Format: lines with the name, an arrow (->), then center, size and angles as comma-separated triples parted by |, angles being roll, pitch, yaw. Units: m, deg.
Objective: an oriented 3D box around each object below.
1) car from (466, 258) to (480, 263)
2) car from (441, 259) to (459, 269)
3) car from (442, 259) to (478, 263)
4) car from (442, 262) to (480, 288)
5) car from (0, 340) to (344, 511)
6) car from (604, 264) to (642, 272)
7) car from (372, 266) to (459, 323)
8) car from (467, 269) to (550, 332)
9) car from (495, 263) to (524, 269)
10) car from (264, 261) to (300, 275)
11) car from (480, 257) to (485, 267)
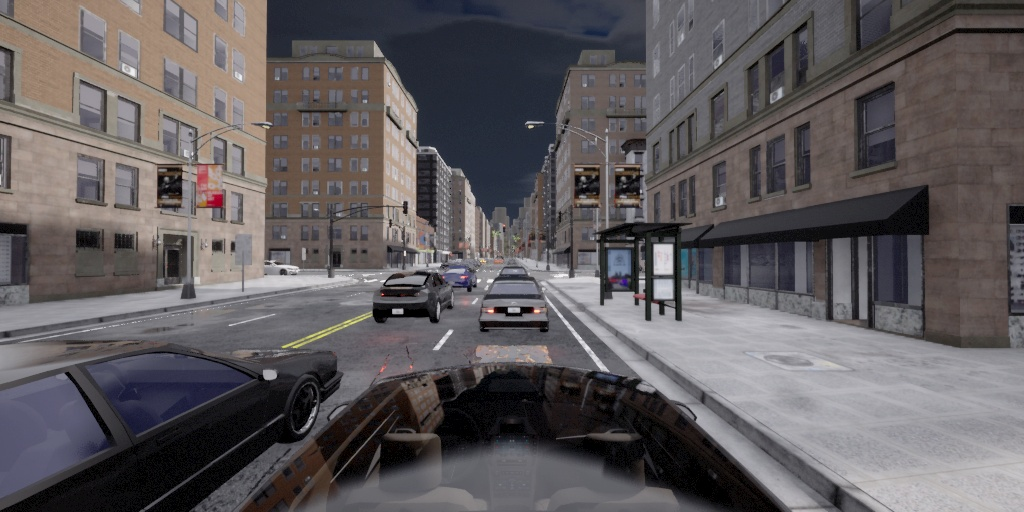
car -> -6.590, 1.121, 55.199 | 2.097, 1.767, 4.553 | 0, 0, 0
car -> -9.804, 1.273, 56.890 | 1.837, 1.490, 4.892 | 0, 0, 3
car -> -6.594, 1.385, 43.829 | 4.181, 1.385, 1.994 | 0, -1, 0
car -> -3.152, 1.282, 21.181 | 1.812, 1.442, 4.674 | 0, 0, 0
car -> -3.149, 1.298, 2.268 | 2.033, 1.411, 5.357 | 0, 0, 0
car -> 13.338, 1.385, 43.907 | 4.892, 1.490, 1.837 | 0, -1, 0
car -> -3.138, 1.258, 12.142 | 1.837, 1.490, 4.892 | 0, 0, -1
car -> 0.081, 1.300, 10.803 | 2.033, 1.411, 5.357 | 0, 0, 1
car -> 0.090, 1.304, 20.860 | 2.033, 1.411, 5.357 | 0, 0, 0
car -> -22.622, 1.155, 33.836 | 4.674, 1.442, 1.812 | 0, -1, -1
car -> -6.557, 1.260, 64.339 | 2.128, 1.511, 4.902 | 0, 0, 0
